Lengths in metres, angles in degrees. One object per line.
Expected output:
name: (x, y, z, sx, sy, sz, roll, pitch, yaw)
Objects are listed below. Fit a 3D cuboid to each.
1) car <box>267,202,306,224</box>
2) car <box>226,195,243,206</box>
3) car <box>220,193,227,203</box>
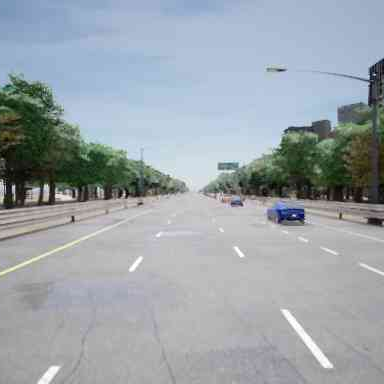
car: (7.035, 1.507, 25.307, 1.882, 1.535, 5.008, 0, 0, 0)
car: (7.162, 1.570, 54.451, 1.812, 1.442, 4.674, 0, 0, 0)
car: (7.283, 1.403, 72.084, 2.097, 1.767, 4.553, 0, 0, 0)
